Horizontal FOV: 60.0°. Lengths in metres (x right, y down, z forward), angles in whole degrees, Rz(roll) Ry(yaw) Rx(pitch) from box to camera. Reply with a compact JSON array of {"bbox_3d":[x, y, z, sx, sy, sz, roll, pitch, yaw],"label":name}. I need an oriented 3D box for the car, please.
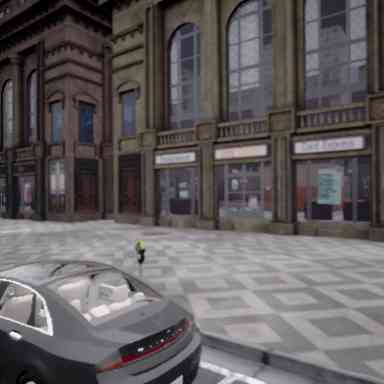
[{"bbox_3d":[-1.950,1.593,4.351,4.403,1.369,2.008,-1,0,35],"label":"car"}]
